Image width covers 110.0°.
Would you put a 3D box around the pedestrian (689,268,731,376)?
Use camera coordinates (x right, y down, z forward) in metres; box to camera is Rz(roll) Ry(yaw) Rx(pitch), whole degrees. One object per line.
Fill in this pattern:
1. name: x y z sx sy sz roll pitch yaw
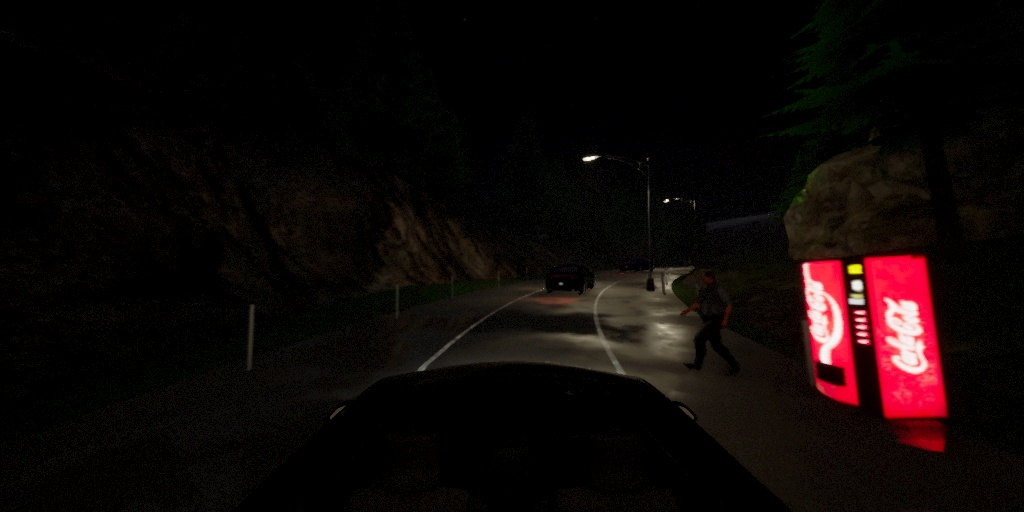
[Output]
1. pedestrian: 3.398 1.077 6.157 0.375 1.860 0.375 4 -4 6

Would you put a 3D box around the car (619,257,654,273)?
1. car: 12.553 0.801 36.016 1.882 1.535 5.008 -3 0 42

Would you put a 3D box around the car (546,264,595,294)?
1. car: 3.330 1.171 19.895 1.882 1.535 5.008 -1 0 22

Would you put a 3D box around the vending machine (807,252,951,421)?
1. vending machine: 5.050 0.992 4.981 1.100 2.100 0.880 0 0 4
